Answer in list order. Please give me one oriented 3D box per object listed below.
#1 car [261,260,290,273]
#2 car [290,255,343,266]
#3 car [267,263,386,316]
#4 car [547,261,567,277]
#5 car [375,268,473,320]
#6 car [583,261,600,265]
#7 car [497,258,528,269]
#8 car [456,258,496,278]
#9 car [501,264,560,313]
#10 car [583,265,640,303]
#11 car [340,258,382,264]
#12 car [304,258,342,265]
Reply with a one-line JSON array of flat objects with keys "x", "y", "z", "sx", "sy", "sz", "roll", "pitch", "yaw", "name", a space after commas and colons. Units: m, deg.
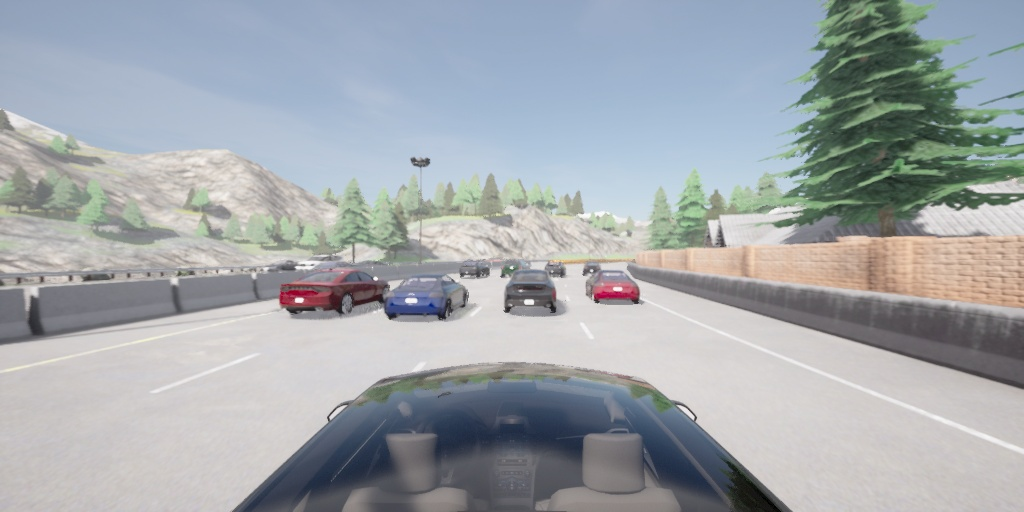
[{"x": -24.005, "y": 1.162, "z": 38.067, "sx": 2.128, "sy": 1.511, "sz": 4.902, "roll": 0, "pitch": 0, "yaw": 12, "name": "car"}, {"x": -20.353, "y": 0.902, "z": 38.475, "sx": 2.150, "sy": 2.045, "sz": 5.566, "roll": 0, "pitch": 0, "yaw": 13, "name": "car"}, {"x": -6.306, "y": 1.206, "z": 13.423, "sx": 1.882, "sy": 1.535, "sz": 5.008, "roll": 0, "pitch": 0, "yaw": 4, "name": "car"}, {"x": 4.306, "y": 1.243, "z": 35.508, "sx": 2.128, "sy": 1.511, "sz": 4.902, "roll": 0, "pitch": 0, "yaw": 13, "name": "car"}, {"x": -2.852, "y": 1.303, "z": 12.686, "sx": 1.994, "sy": 1.385, "sz": 4.181, "roll": 0, "pitch": 0, "yaw": 4, "name": "car"}, {"x": 8.480, "y": 1.291, "z": 37.779, "sx": 1.812, "sy": 1.442, "sz": 4.674, "roll": 0, "pitch": 0, "yaw": 14, "name": "car"}, {"x": 0.414, "y": 1.095, "z": 34.167, "sx": 2.097, "sy": 1.767, "sz": 4.553, "roll": 0, "pitch": 0, "yaw": 12, "name": "car"}, {"x": -3.371, "y": 1.224, "z": 33.252, "sx": 2.128, "sy": 1.511, "sz": 4.902, "roll": 0, "pitch": 0, "yaw": 12, "name": "car"}, {"x": 0.773, "y": 1.254, "z": 14.077, "sx": 1.837, "sy": 1.490, "sz": 4.892, "roll": 0, "pitch": 0, "yaw": 5, "name": "car"}, {"x": 4.556, "y": 1.324, "z": 16.714, "sx": 1.994, "sy": 1.385, "sz": 4.181, "roll": 0, "pitch": 0, "yaw": 6, "name": "car"}, {"x": -13.986, "y": 1.206, "z": 34.714, "sx": 1.837, "sy": 1.490, "sz": 4.892, "roll": 0, "pitch": 0, "yaw": 12, "name": "car"}, {"x": -17.437, "y": 1.238, "z": 35.487, "sx": 2.033, "sy": 1.411, "sz": 5.357, "roll": 0, "pitch": 0, "yaw": 12, "name": "car"}]
